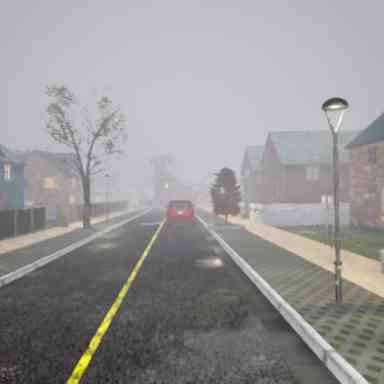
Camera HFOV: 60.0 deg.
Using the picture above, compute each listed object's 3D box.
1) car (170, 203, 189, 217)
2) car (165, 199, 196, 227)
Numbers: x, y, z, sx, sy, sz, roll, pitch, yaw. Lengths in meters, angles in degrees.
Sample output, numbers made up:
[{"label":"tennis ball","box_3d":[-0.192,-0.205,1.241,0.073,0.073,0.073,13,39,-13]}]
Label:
[{"label":"car","box_3d":[-1.502,2.045,39.353,2.033,1.411,5.357,-1,-1,-2]},{"label":"car","box_3d":[-0.893,1.531,25.485,2.150,2.045,5.566,-1,0,-2]}]
